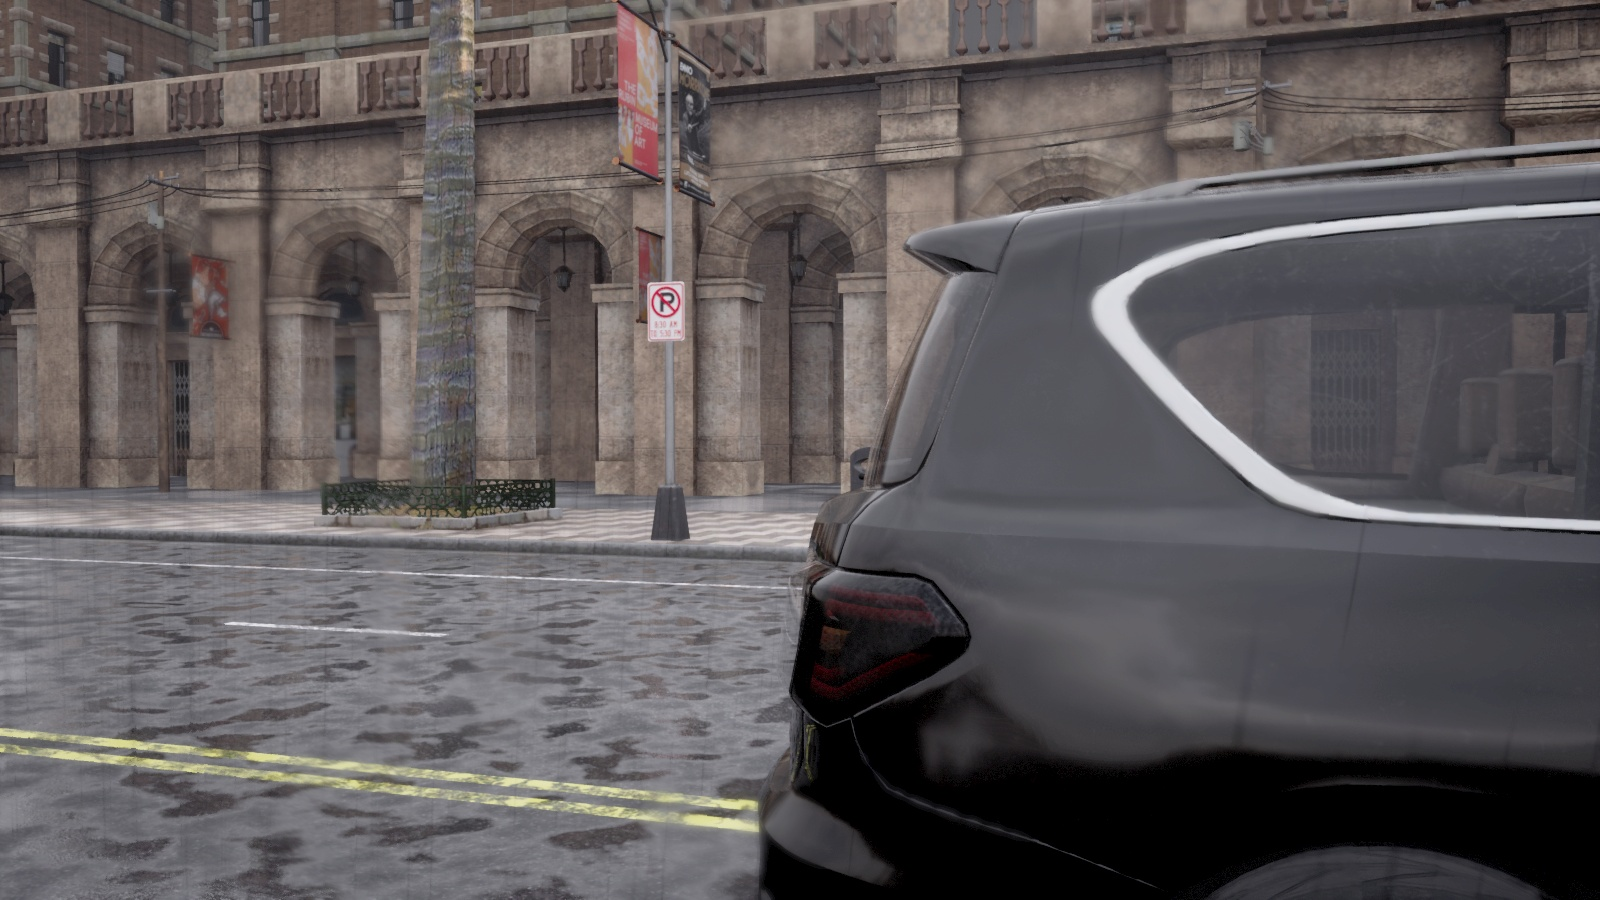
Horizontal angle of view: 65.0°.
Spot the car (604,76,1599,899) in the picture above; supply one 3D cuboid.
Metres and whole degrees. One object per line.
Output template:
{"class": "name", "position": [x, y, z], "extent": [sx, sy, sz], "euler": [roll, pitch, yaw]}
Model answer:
{"class": "car", "position": [2.642, 0.519, 2.301], "extent": [5.566, 2.045, 2.150], "euler": [1, 1, 19]}
